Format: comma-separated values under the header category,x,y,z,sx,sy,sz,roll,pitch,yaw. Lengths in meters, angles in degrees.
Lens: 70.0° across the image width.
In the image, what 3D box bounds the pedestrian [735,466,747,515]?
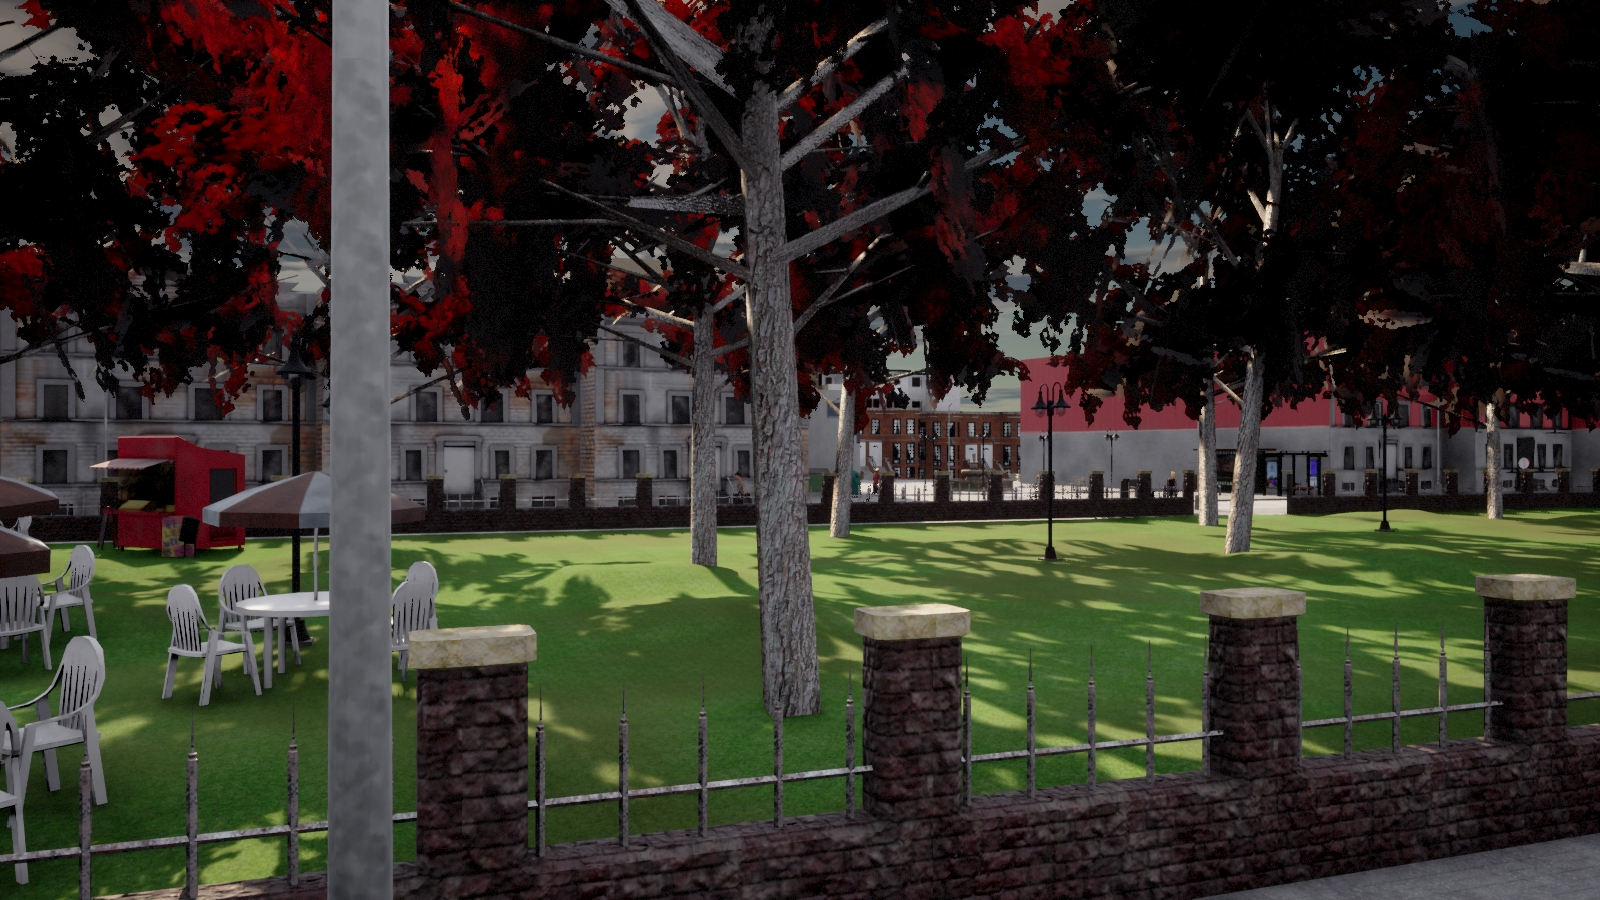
category,x,y,z,sx,sy,sz,roll,pitch,yaw
pedestrian,-2.252,1.528,43.694,0.375,1.860,0.375,0,0,-14

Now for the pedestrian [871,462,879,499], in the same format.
category,x,y,z,sx,sy,sz,roll,pitch,yaw
pedestrian,3.763,1.534,57.306,0.375,1.860,0.375,0,0,8

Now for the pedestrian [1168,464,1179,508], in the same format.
category,x,y,z,sx,sy,sz,roll,pitch,yaw
pedestrian,15.829,1.538,48.447,0.375,1.860,0.375,0,0,27

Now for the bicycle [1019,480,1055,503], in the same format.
category,x,y,z,sx,sy,sz,roll,pitch,yaw
bicycle,11.671,2.048,56.287,1.487,1.080,0.859,0,0,-20
